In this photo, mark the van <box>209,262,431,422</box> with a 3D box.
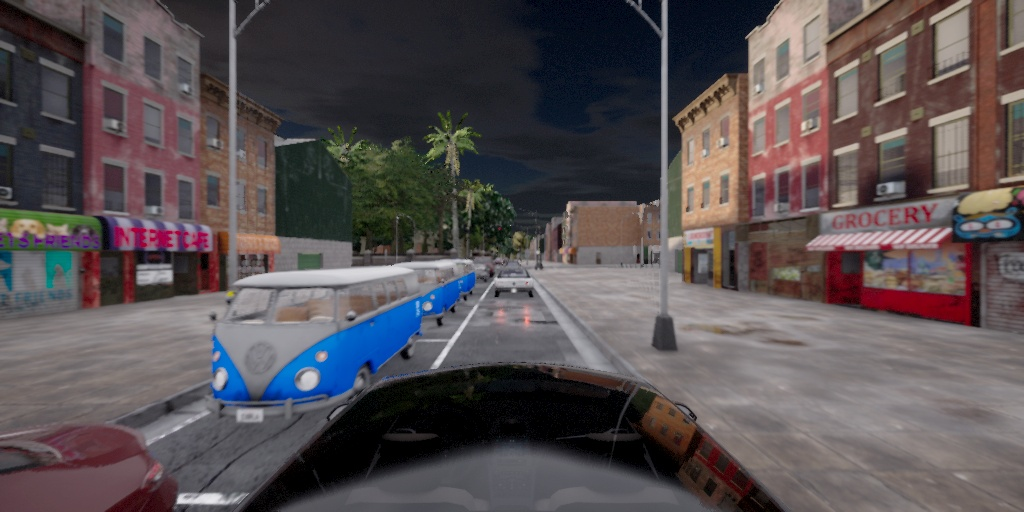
[{"bbox_3d":[-2.639,1.077,5.712,1.690,1.789,3.998,0,0,0],"label":"van"}]

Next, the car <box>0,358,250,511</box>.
[{"bbox_3d":[-2.638,1.337,0.248,1.802,1.307,4.207,0,0,0],"label":"car"}]

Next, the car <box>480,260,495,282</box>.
[{"bbox_3d":[-2.646,1.215,27.569,2.007,1.370,4.403,0,0,0],"label":"car"}]

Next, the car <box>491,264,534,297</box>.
[{"bbox_3d":[0.090,1.295,18.562,1.895,1.301,4.718,0,0,0],"label":"car"}]

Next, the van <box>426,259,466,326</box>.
[{"bbox_3d":[-2.641,1.059,11.176,1.690,1.789,3.998,0,0,0],"label":"van"}]

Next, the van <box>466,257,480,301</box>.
[{"bbox_3d":[-2.643,1.041,16.641,1.690,1.789,3.998,0,0,0],"label":"van"}]

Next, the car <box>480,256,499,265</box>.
[{"bbox_3d":[-2.648,0.964,33.032,2.192,1.841,5.009,0,0,0],"label":"car"}]

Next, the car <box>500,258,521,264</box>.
[{"bbox_3d":[0.082,1.207,35.880,1.994,1.385,4.181,0,0,0],"label":"car"}]
